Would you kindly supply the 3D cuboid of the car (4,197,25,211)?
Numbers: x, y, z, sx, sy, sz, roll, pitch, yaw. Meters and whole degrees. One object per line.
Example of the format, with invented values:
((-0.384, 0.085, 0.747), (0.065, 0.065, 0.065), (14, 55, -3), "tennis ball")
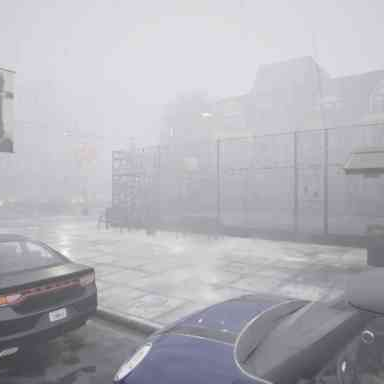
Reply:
((-20.679, 1.367, 41.151), (2.097, 1.767, 4.553), (0, 0, 35), "car")

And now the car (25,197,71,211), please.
((-17.103, 1.365, 40.156), (2.097, 1.767, 4.553), (0, 0, 35), "car")

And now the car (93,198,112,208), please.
((-11.592, 1.577, 48.031), (1.994, 1.385, 4.181), (0, 0, 35), "car")

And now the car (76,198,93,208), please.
((-14.682, 1.562, 49.732), (2.033, 1.411, 5.357), (0, 0, 35), "car")

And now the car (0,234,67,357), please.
((-3.798, 1.482, 5.833), (5.008, 1.535, 2.097), (0, 0, 35), "car")

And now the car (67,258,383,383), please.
((1.519, 1.354, 2.224), (4.553, 1.767, 2.185), (0, 0, 35), "car")
